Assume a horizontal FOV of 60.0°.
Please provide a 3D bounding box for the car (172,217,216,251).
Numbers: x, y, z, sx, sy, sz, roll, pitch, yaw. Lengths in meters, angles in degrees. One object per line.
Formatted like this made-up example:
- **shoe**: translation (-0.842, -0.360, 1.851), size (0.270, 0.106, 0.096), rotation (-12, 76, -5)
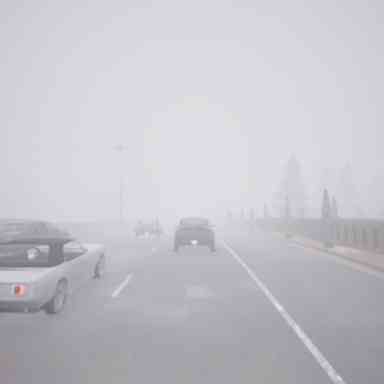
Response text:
- **car**: translation (0.104, 1.977, 16.240), size (1.837, 1.490, 4.892), rotation (0, -3, 0)

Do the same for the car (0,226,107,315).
- **car**: translation (-3.398, 1.689, 7.659), size (1.895, 1.301, 4.718), rotation (0, -2, 0)

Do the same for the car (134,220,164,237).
- **car**: translation (-3.394, 2.944, 27.080), size (1.895, 1.301, 4.718), rotation (0, -5, 0)

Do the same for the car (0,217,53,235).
- **car**: translation (-6.896, 1.896, 14.092), size (2.033, 1.411, 5.357), rotation (0, -3, 0)

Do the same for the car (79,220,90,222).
- **car**: translation (-20.985, 6.115, 64.970), size (2.033, 1.411, 5.357), rotation (0, -5, 0)

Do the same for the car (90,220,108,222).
- **car**: translation (-17.488, 6.100, 64.588), size (2.033, 1.411, 5.357), rotation (0, -5, 0)

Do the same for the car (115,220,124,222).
- **car**: translation (-13.990, 6.149, 65.002), size (1.994, 1.385, 4.181), rotation (0, -5, 0)

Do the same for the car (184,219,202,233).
- **car**: translation (0.109, 3.657, 36.432), size (1.837, 1.490, 4.892), rotation (0, -4, 0)
